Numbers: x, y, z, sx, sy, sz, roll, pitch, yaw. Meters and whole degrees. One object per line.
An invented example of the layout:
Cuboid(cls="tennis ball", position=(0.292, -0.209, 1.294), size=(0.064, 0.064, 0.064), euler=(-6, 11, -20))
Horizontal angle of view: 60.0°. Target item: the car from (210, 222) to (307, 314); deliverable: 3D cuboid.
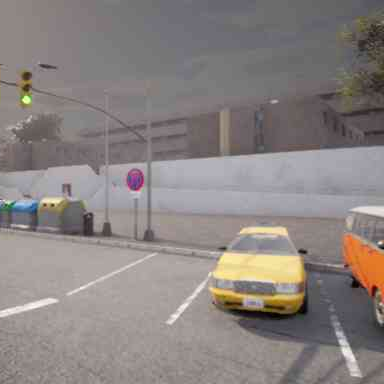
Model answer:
Cuboid(cls="car", position=(1.721, 1.527, 8.043), size=(1.946, 1.575, 5.366), euler=(0, -1, 15))

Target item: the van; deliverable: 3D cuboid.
Cuboid(cls="van", position=(4.166, 1.266, 6.381), size=(1.878, 1.987, 4.442), euler=(0, -1, 16))
